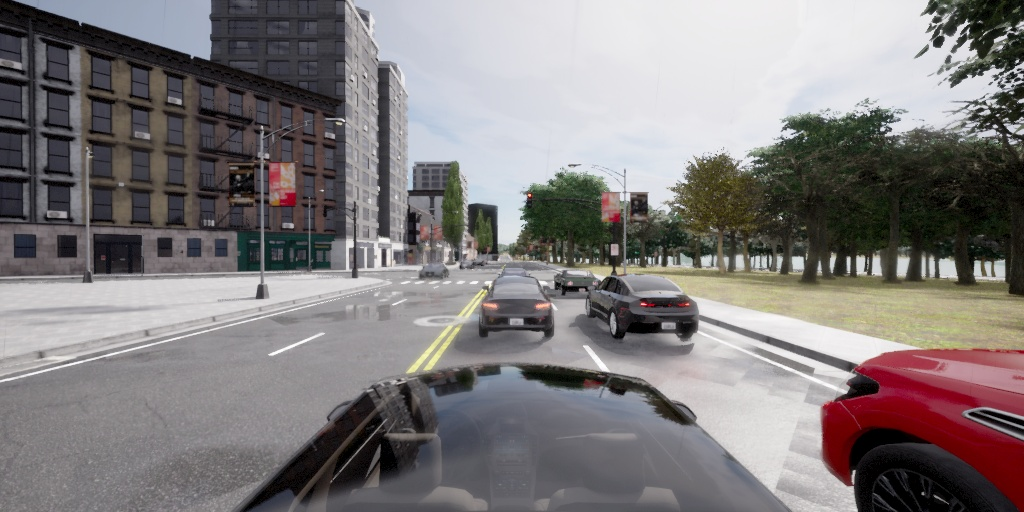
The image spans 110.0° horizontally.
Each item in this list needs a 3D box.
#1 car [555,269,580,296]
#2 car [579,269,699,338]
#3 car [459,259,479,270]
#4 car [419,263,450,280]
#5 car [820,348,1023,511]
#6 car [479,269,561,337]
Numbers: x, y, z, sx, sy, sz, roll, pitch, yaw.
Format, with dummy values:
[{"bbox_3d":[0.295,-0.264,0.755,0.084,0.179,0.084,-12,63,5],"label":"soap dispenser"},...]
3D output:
[{"bbox_3d":[3.379,1.347,19.411,1.895,1.301,4.718,0,0,0],"label":"car"},{"bbox_3d":[3.363,1.253,10.098,1.837,1.490,4.892,0,0,0],"label":"car"},{"bbox_3d":[-6.515,1.228,51.942,2.128,1.511,4.902,0,0,0],"label":"car"},{"bbox_3d":[-6.543,1.305,30.552,1.994,1.385,4.181,0,0,0],"label":"car"},{"bbox_3d":[3.348,0.972,0.235,2.150,2.045,5.566,0,0,0],"label":"car"},{"bbox_3d":[0.116,1.274,10.136,1.812,1.442,4.674,0,0,0],"label":"car"}]
